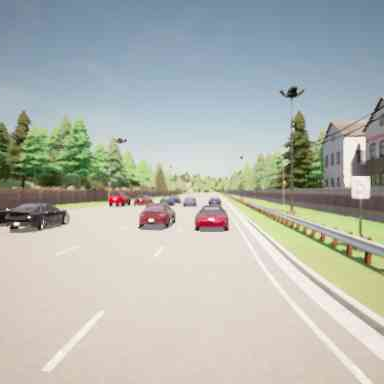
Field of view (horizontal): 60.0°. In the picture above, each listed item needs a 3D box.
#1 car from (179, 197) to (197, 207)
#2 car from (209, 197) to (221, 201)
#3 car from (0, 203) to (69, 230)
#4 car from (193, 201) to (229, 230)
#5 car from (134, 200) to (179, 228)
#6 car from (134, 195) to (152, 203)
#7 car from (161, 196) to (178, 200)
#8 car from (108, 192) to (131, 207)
[{"bbox_3d":[-0.285,1.426,48.970,2.033,1.411,5.357,0,0,4],"label":"car"},{"bbox_3d":[3.450,1.444,50.666,1.994,1.385,4.181,0,0,4],"label":"car"},{"bbox_3d":[-9.302,1.444,20.448,1.837,1.490,4.892,0,1,4],"label":"car"},{"bbox_3d":[1.253,1.515,20.820,1.994,1.385,4.181,0,0,4],"label":"car"},{"bbox_3d":[-2.199,1.469,21.638,1.812,1.442,4.674,0,0,4],"label":"car"},{"bbox_3d":[-7.238,1.219,49.869,2.097,1.767,4.553,0,0,4],"label":"car"},{"bbox_3d":[-3.745,1.437,49.643,1.994,1.385,4.181,0,0,4],"label":"car"},{"bbox_3d":[-10.754,1.085,49.770,2.150,2.045,5.566,0,0,4],"label":"car"}]
